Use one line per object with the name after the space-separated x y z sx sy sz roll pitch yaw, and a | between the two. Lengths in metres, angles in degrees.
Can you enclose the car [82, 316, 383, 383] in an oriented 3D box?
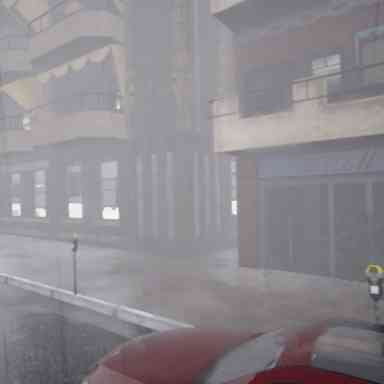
0.965 1.585 2.201 4.206 1.307 1.802 0 -1 36 | car
